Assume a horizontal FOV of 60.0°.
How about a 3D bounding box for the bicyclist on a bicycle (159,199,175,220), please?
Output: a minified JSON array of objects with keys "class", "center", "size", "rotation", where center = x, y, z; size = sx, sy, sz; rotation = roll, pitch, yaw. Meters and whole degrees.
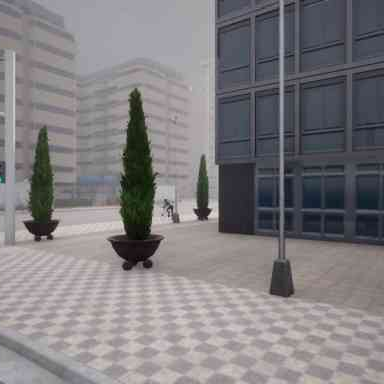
[{"class":"bicyclist on a bicycle","center":[-1.908,1.356,25.824],"size":[1.656,1.620,0.582],"rotation":[0,0,35]}]
